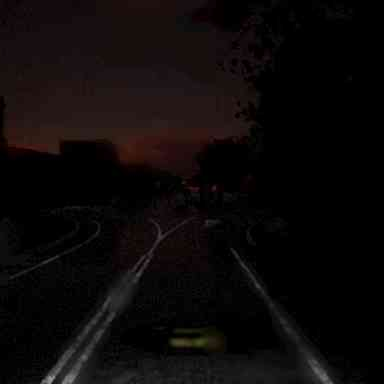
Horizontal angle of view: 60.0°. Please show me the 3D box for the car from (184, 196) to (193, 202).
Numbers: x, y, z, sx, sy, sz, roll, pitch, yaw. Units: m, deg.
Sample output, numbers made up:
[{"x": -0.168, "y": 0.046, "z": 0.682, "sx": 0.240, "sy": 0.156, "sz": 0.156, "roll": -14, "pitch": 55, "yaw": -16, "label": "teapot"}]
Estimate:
[{"x": -0.832, "y": 1.677, "z": 79.460, "sx": 2.128, "sy": 1.511, "sz": 4.902, "roll": 0, "pitch": 0, "yaw": 1, "label": "car"}]

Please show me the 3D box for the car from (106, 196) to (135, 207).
[{"x": -11.091, "y": 1.444, "z": 51.693, "sx": 2.097, "sy": 1.767, "sz": 4.553, "roll": -2, "pitch": -2, "yaw": 41, "label": "car"}]

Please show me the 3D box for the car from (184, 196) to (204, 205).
[{"x": 0.160, "y": 1.759, "z": 62.223, "sx": 2.033, "sy": 1.411, "sz": 5.357, "roll": 0, "pitch": 0, "yaw": -16, "label": "car"}]

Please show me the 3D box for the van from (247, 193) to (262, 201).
[{"x": 18.206, "y": 1.744, "z": 91.868, "sx": 4.442, "sy": 1.987, "sz": 1.878, "roll": 0, "pitch": 1, "yaw": 1, "label": "van"}]
